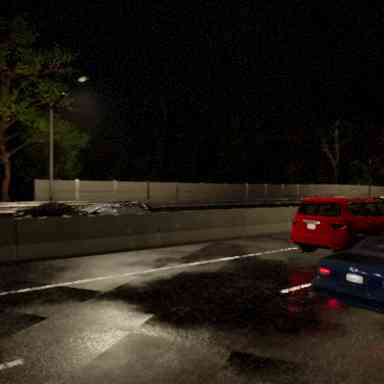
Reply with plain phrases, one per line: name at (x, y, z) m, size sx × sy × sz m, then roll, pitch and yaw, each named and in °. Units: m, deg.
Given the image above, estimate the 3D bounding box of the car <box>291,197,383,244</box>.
car at (6.063, 1.214, 12.370) m, size 5.566 × 2.045 × 2.150 m, roll 0°, pitch 0°, yaw -35°

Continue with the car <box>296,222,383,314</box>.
car at (4.854, 1.542, 7.209) m, size 5.357 × 1.411 × 2.033 m, roll 0°, pitch 0°, yaw -36°

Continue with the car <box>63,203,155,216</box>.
car at (-3.944, 1.542, 18.376) m, size 5.357 × 1.411 × 2.033 m, roll 0°, pitch 0°, yaw -36°

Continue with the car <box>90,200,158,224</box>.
car at (-5.263, 1.494, 26.029) m, size 4.892 × 1.490 × 1.837 m, roll -1°, pitch 1°, yaw -35°

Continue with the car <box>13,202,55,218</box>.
car at (-11.008, 1.521, 25.425) m, size 4.674 × 1.442 × 1.812 m, roll 0°, pitch 0°, yaw -38°

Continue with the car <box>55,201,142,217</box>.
car at (-5.801, 1.486, 21.350) m, size 4.902 × 1.511 × 2.128 m, roll 0°, pitch 0°, yaw -36°

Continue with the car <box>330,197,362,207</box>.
car at (23.552, 1.548, 50.834) m, size 5.357 × 1.411 × 2.033 m, roll 0°, pitch 0°, yaw -35°

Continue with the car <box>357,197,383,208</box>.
car at (26.290, 1.479, 48.494) m, size 5.008 × 1.535 × 1.882 m, roll 0°, pitch 0°, yaw -35°
